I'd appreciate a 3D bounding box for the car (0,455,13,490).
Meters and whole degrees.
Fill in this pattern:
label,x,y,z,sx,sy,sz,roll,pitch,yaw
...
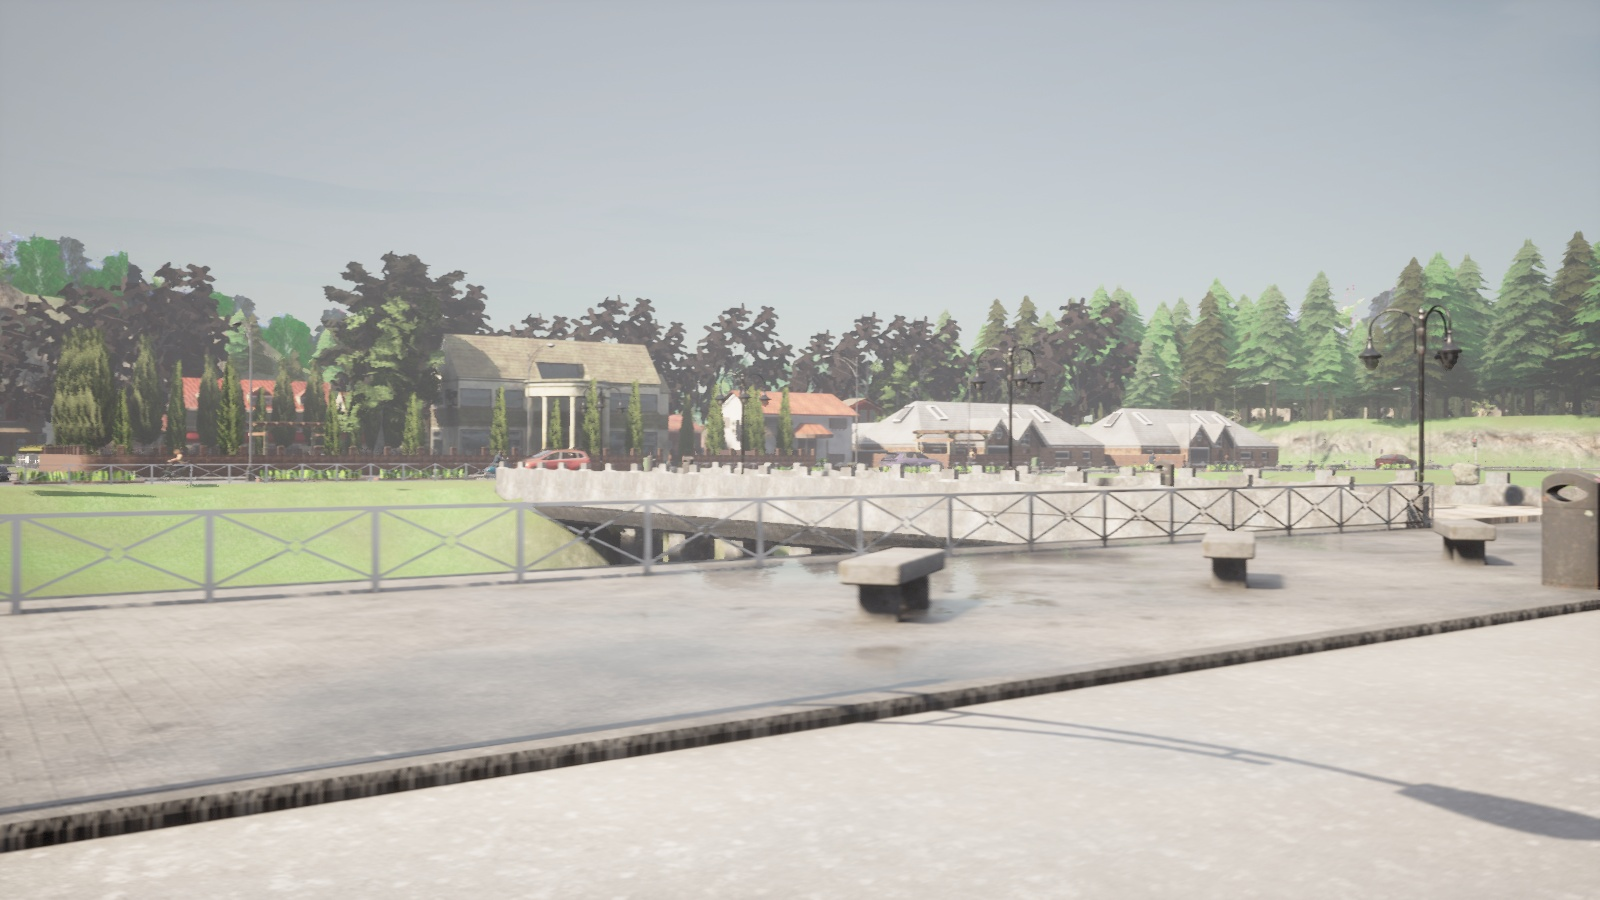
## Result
label,x,y,z,sx,sy,sz,roll,pitch,yaw
car,-36.196,0.968,54.236,3.633,1.501,1.845,0,0,-35

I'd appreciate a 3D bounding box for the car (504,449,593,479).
label,x,y,z,sx,sy,sz,roll,pitch,yaw
car,-14.799,0.802,73.996,4.611,1.667,2.242,0,0,-35

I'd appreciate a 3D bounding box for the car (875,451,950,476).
label,x,y,z,sx,sy,sz,roll,pitch,yaw
car,7.600,0.866,84.706,4.856,1.649,2.033,0,0,-35
